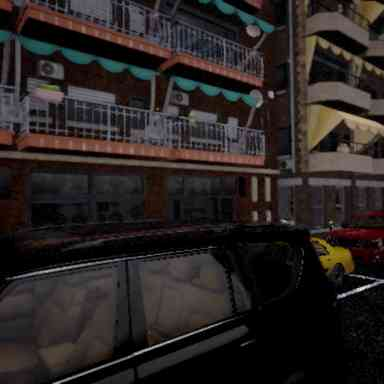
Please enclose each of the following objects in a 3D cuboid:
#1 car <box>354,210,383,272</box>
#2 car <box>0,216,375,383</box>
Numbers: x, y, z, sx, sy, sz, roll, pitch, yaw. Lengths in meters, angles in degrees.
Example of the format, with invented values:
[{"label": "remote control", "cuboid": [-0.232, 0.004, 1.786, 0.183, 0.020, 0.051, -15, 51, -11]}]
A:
[{"label": "car", "cuboid": [6.771, 1.594, 11.893, 5.009, 1.841, 2.192, 1, -2, -38]}, {"label": "car", "cuboid": [-0.999, 1.308, 2.559, 5.566, 2.045, 2.150, 1, -2, -38]}]
